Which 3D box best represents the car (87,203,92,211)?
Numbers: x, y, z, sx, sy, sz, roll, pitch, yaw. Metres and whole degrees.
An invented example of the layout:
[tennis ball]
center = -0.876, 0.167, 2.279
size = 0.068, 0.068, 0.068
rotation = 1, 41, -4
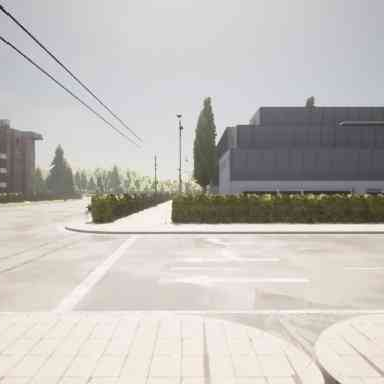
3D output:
[car]
center = -10.690, 1.601, 39.233
size = 1.895, 1.301, 4.718
rotation = 0, 0, 0
